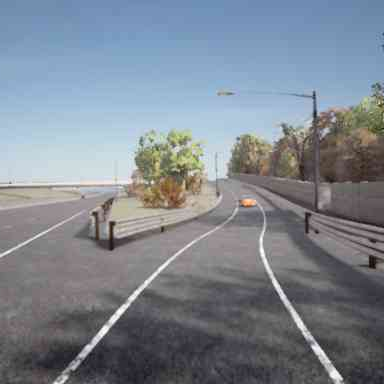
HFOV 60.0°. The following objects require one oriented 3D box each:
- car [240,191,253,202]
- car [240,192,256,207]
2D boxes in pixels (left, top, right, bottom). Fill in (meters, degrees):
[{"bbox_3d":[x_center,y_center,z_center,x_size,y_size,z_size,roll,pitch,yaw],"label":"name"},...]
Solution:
[{"bbox_3d":[10.248,0.825,62.832,2.097,1.767,4.553,-1,3,6],"label":"car"},{"bbox_3d":[8.941,1.346,52.817,2.097,1.767,4.553,-1,2,8],"label":"car"}]
